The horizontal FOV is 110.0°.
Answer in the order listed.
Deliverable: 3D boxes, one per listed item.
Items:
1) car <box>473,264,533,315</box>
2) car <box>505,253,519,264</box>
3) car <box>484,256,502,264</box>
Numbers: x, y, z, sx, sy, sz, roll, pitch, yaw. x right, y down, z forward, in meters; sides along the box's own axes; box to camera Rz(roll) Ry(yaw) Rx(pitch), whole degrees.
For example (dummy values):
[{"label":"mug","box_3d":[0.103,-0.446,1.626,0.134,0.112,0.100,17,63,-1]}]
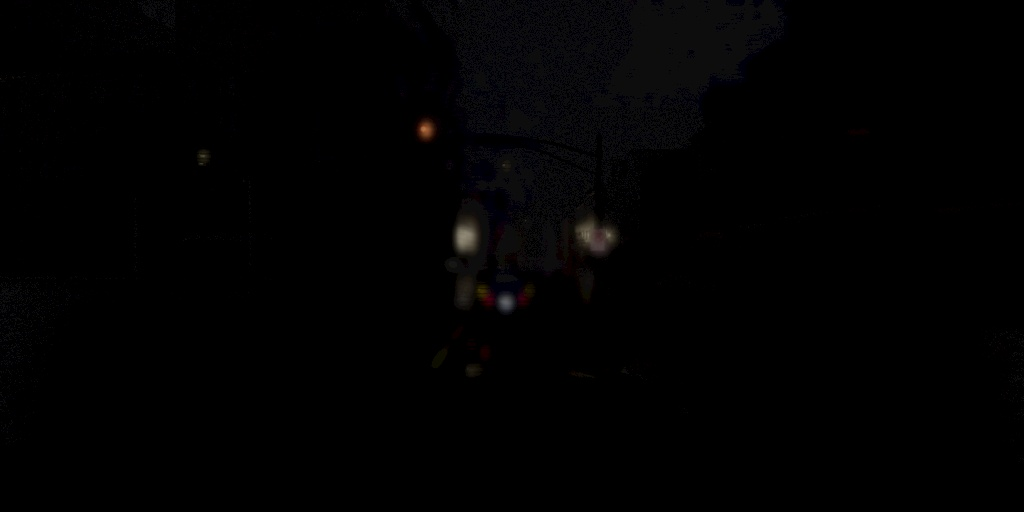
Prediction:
[{"label":"car","box_3d":[-0.401,1.186,12.961,1.812,1.442,4.674,0,0,-6]},{"label":"car","box_3d":[-0.002,0.535,57.985,2.150,2.045,5.566,0,0,0]},{"label":"car","box_3d":[-2.831,0.934,50.434,1.994,1.385,4.181,0,0,0]}]
